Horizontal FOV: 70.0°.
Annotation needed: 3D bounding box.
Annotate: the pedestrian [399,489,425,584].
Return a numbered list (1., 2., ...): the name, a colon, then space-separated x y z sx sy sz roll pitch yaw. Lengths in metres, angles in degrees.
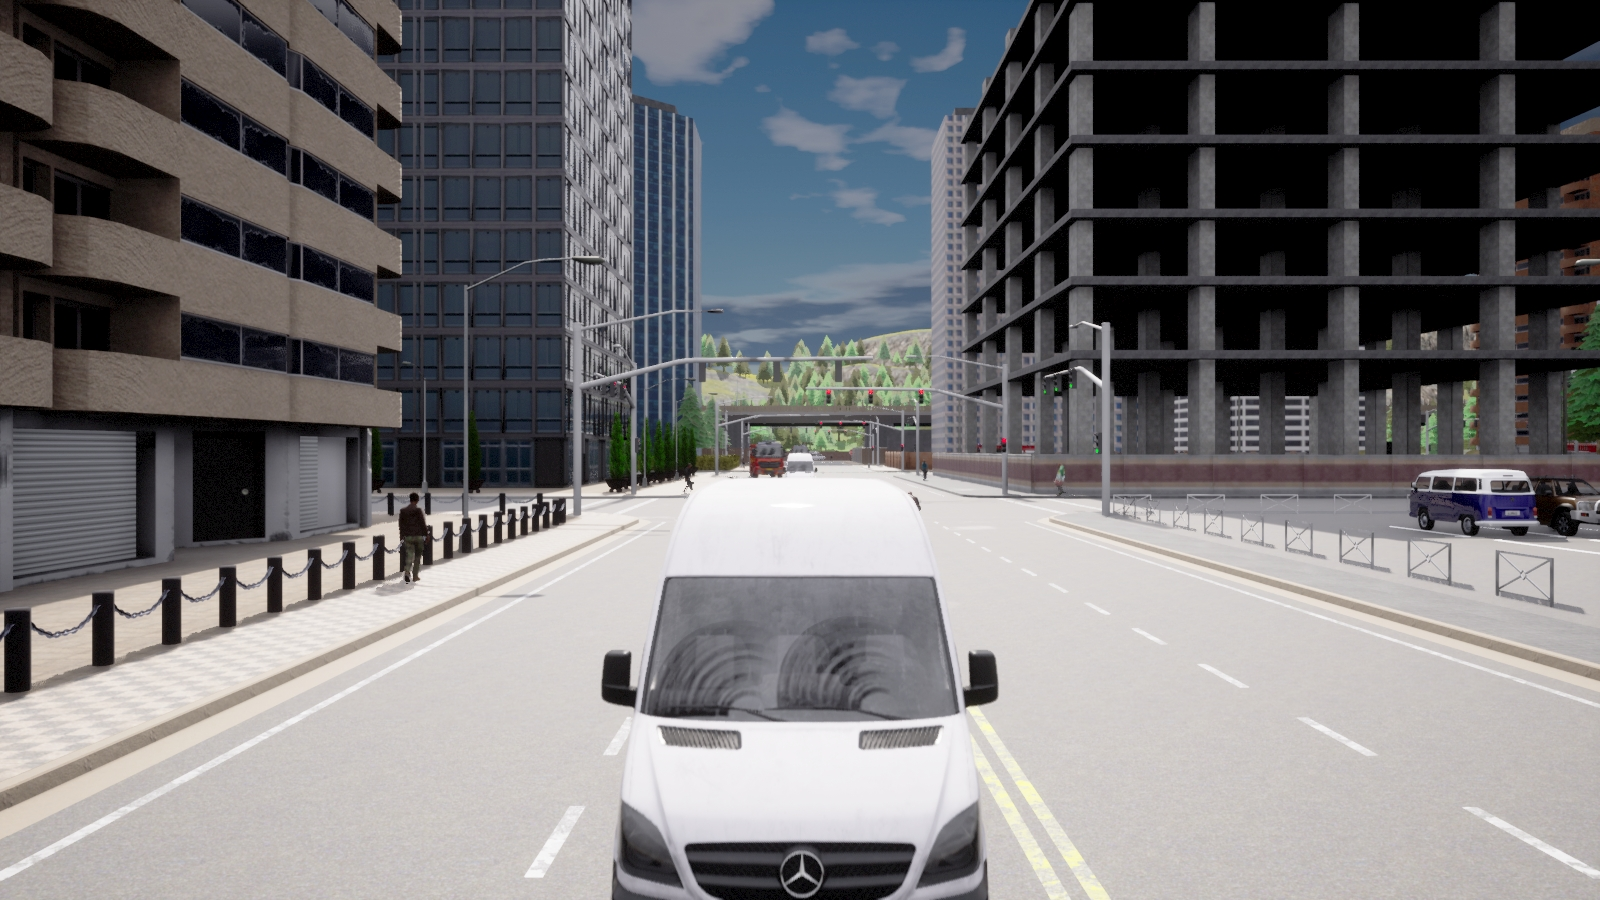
1. pedestrian: -7.649 1.697 22.527 0.375 1.860 0.375 0 0 1

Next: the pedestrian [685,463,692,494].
1. pedestrian: -6.633 1.694 67.755 0.375 1.860 0.375 0 0 2

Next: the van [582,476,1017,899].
1. van: -0.002 1.534 8.184 1.988 2.561 5.915 0 0 0

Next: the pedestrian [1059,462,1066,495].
1. pedestrian: 14.964 1.641 65.115 0.375 1.860 0.375 0 0 19
